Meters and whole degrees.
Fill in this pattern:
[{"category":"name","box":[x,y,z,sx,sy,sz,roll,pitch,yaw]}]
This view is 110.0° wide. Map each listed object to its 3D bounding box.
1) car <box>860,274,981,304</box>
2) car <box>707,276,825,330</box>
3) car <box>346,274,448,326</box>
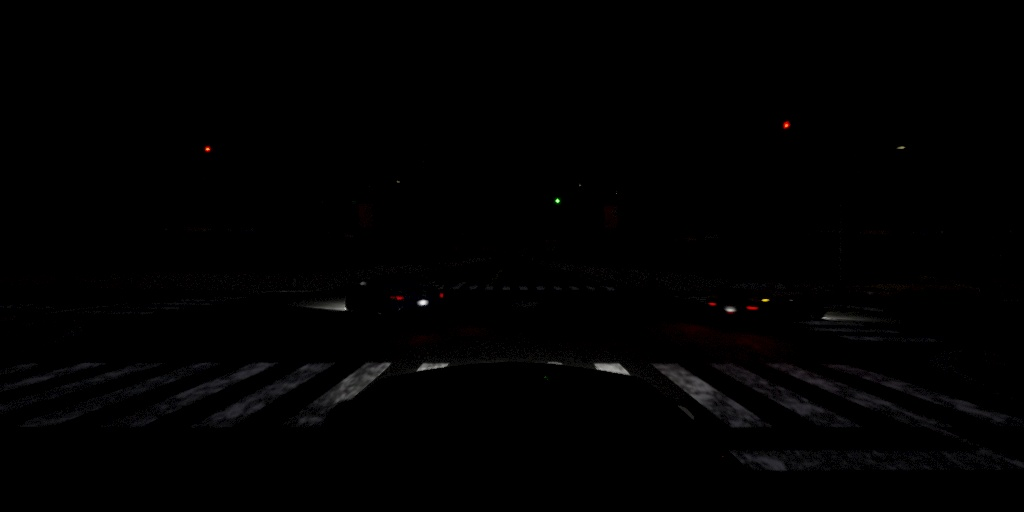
[{"category":"car","box":[20.607,1.595,18.203,4.829,1.417,1.751,0,0,0]},{"category":"car","box":[7.984,1.340,11.331,4.674,1.442,1.812,1,-1,-35]},{"category":"car","box":[-3.829,1.276,11.679,1.994,1.385,4.181,1,0,-41]}]
